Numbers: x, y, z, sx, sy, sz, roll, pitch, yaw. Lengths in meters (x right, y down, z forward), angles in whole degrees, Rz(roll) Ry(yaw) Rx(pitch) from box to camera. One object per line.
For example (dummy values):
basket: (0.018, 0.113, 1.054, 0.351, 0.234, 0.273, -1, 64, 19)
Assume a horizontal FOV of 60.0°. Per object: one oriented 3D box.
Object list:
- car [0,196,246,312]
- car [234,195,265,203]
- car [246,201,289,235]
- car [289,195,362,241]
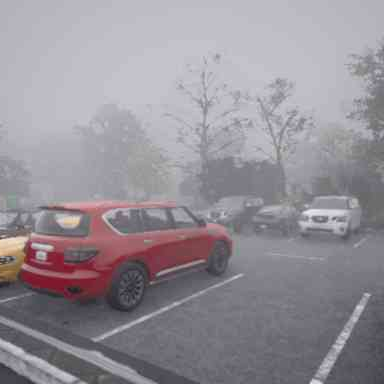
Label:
car: (-1.113, 1.218, 8.064, 2.435, 2.045, 5.566, 0, 0, 35)
car: (2.783, 1.240, 20.240, 2.435, 2.045, 5.566, 0, 0, 35)
car: (4.984, 1.478, 18.728, 2.231, 1.521, 4.892, 0, 0, 35)
car: (7.260, 1.214, 17.109, 2.435, 2.045, 5.566, 0, 0, 35)
